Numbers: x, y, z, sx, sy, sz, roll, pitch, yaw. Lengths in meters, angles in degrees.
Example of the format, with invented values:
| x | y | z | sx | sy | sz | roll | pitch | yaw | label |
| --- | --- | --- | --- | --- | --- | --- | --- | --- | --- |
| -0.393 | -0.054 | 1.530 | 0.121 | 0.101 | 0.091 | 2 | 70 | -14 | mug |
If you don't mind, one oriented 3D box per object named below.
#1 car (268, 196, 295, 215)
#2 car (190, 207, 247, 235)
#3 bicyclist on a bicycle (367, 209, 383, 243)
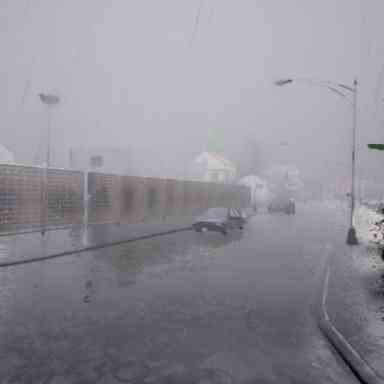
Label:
| x | y | z | sx | sy | sz | roll | pitch | yaw | label |
| --- | --- | --- | --- | --- | --- | --- | --- | --- | --- |
| 10.172 | 1.475 | 37.443 | 2.150 | 2.045 | 5.566 | 1 | 0 | 26 | car |
| 1.783 | 1.595 | 19.717 | 2.033 | 1.411 | 5.357 | 1 | 0 | 25 | car |
| 8.916 | 1.575 | 15.143 | 1.656 | 1.620 | 0.582 | 1 | 0 | 25 | bicyclist on a bicycle |
